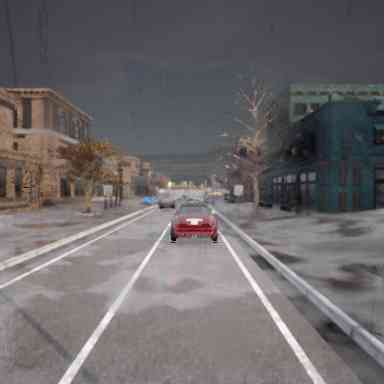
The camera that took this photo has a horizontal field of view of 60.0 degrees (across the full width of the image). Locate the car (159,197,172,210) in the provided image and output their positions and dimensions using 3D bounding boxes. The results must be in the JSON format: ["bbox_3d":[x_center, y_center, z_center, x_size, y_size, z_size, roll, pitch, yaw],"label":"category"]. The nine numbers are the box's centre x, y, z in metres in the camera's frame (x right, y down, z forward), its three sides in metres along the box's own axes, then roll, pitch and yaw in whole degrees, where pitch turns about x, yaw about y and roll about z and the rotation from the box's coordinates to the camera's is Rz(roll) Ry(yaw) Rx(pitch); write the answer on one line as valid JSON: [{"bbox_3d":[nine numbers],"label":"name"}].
[{"bbox_3d":[-3.087,1.404,42.064,1.882,1.535,5.008,0,0,0],"label":"car"}]

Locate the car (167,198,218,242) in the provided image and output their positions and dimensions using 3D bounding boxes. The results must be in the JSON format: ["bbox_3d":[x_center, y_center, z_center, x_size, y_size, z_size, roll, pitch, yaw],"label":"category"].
[{"bbox_3d":[0.100,1.326,16.295,2.097,1.767,4.553,0,0,0],"label":"car"}]

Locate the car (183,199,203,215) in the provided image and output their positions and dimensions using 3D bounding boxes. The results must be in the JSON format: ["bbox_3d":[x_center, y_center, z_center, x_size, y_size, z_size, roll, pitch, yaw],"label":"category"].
[{"bbox_3d":[0.103,1.486,35.029,2.033,1.411,5.357,0,0,0],"label":"car"}]
